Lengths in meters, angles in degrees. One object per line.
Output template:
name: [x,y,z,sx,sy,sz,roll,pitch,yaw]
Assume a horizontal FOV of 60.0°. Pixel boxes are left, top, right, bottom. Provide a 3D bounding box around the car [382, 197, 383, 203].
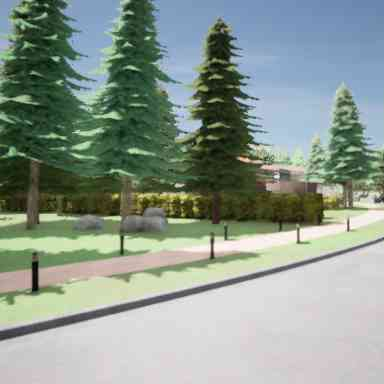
car: [37.559,1.436,63.080,1.837,1.490,4.892,0,0,14]
